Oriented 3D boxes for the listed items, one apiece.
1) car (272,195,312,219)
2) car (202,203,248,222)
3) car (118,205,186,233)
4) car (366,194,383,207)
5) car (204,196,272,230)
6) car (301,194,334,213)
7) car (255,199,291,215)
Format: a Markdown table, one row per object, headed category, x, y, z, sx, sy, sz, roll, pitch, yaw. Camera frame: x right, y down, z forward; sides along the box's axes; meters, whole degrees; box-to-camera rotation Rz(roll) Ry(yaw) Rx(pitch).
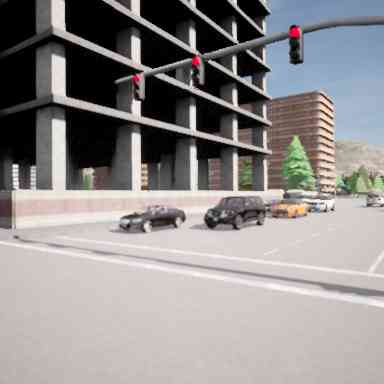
| category | x | y | z | sx | sy | sz | roll | pitch | yaw |
| --- | --- | --- | --- | --- | --- | --- | --- | --- | --- |
| car | 8.859 | 1.397 | 30.118 | 2.097 | 1.767 | 4.553 | -1 | 0 | 35 |
| car | 2.815 | 1.633 | 27.643 | 1.994 | 1.385 | 4.181 | 0 | 0 | 35 |
| car | -2.341 | 1.559 | 20.379 | 2.128 | 1.511 | 4.902 | -1 | 0 | 36 |
| car | 28.033 | 1.247 | 50.807 | 2.150 | 2.045 | 5.566 | -1 | 0 | 35 |
| car | 2.966 | 1.264 | 21.801 | 2.150 | 2.045 | 5.566 | -1 | 0 | 35 |
| car | 14.950 | 1.268 | 38.691 | 2.150 | 2.045 | 5.566 | -1 | 0 | 36 |
| car | 8.854 | 1.563 | 36.159 | 2.128 | 1.511 | 4.902 | -1 | 0 | 35 |
